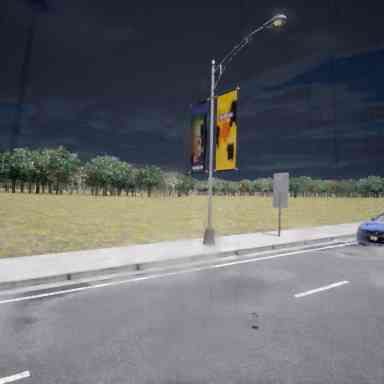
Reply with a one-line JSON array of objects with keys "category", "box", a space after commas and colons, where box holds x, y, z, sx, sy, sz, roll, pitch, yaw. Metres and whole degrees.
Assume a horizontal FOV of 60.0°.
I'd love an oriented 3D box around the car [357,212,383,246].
[{"category": "car", "box": [8.941, 1.485, 14.084, 5.008, 1.535, 1.882, 0, 0, -36]}]
